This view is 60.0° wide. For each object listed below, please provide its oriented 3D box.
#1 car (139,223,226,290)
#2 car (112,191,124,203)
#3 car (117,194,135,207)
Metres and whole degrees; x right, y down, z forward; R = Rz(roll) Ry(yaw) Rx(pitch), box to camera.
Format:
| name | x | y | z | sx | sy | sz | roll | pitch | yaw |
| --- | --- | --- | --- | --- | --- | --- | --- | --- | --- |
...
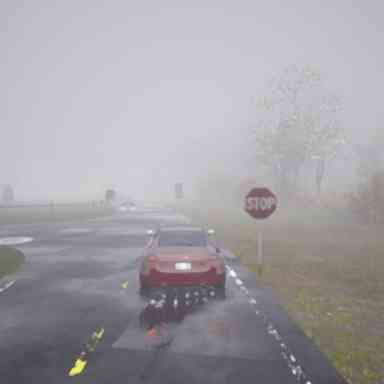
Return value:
| name | x | y | z | sx | sy | sz | roll | pitch | yaw |
| --- | --- | --- | --- | --- | --- | --- | --- | --- | --- |
| car | -0.296 | 1.518 | 9.015 | 1.994 | 1.385 | 4.181 | 0 | 0 | -3 |
| car | -13.575 | 0.899 | 61.714 | 2.150 | 2.045 | 5.566 | 0 | 1 | -18 |
| car | -8.926 | 1.311 | 46.077 | 2.033 | 1.411 | 5.357 | 0 | 0 | -14 |
